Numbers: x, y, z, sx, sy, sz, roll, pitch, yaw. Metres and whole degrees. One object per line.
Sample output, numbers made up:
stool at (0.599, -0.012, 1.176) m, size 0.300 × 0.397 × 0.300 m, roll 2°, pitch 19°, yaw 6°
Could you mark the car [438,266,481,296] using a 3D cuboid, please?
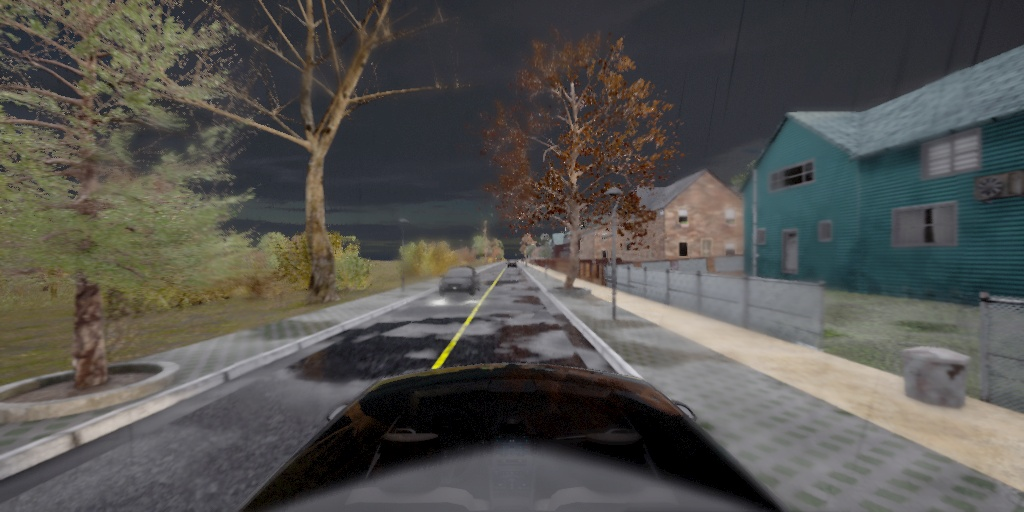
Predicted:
car at (-2.794, 1.348, 19.993) m, size 1.837 × 1.490 × 4.892 m, roll 0°, pitch -1°, yaw 1°
